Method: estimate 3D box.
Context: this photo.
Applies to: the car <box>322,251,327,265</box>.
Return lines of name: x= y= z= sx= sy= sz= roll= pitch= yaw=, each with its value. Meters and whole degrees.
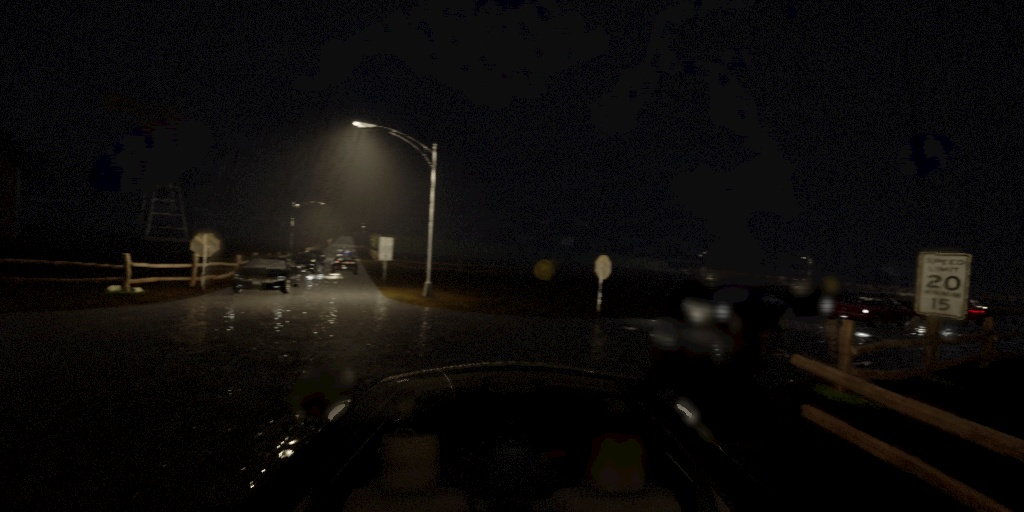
car: x=-20.891 y=0.127 z=38.225 sx=1.837 sy=1.490 sz=4.892 roll=3 pitch=1 yaw=-24

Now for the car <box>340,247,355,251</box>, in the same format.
car: x=-26.385 y=-0.639 z=57.484 sx=2.097 sy=1.767 sz=4.553 roll=3 pitch=1 yaw=-24

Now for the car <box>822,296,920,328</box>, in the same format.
car: x=17.764 y=2.713 z=17.875 sx=4.718 sy=1.301 sz=1.895 roll=4 pitch=1 yaw=-24

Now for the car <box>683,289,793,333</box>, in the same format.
car: x=8.797 y=2.007 z=13.824 sx=4.674 sy=1.442 sz=1.812 roll=4 pitch=1 yaw=-24

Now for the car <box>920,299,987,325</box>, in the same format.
car: x=27.145 y=3.271 z=22.094 sx=4.902 sy=1.511 sz=2.128 roll=4 pitch=1 yaw=-24

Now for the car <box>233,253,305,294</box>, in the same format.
car: x=-11.026 y=0.782 z=16.404 sx=1.882 sy=1.535 sz=5.008 roll=3 pitch=0 yaw=-24

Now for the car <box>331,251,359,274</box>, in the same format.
car: x=-13.674 y=0.631 z=29.375 sx=2.128 sy=1.511 sz=4.902 roll=3 pitch=0 yaw=-24

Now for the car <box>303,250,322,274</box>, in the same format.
car: x=-16.265 y=0.512 z=27.985 sx=1.837 sy=1.490 sz=4.892 roll=3 pitch=0 yaw=-24
